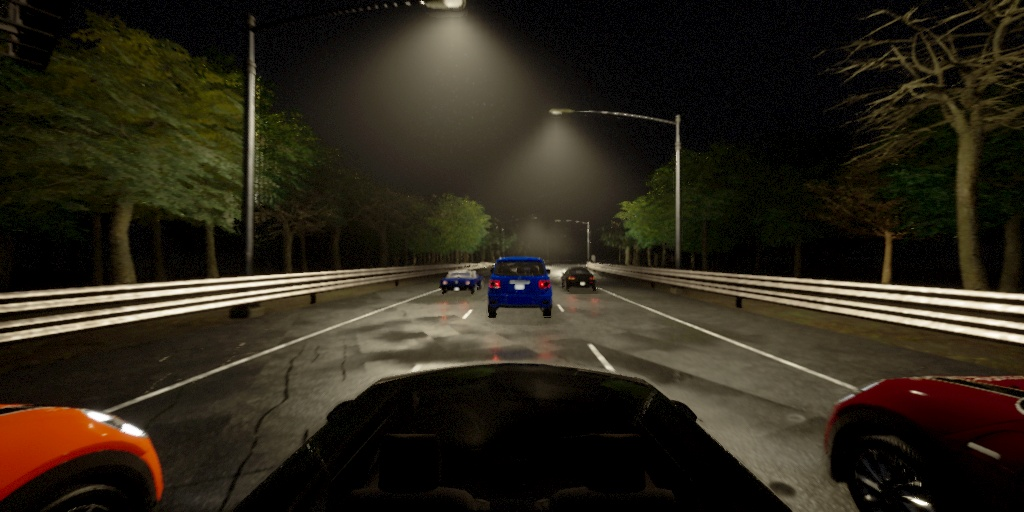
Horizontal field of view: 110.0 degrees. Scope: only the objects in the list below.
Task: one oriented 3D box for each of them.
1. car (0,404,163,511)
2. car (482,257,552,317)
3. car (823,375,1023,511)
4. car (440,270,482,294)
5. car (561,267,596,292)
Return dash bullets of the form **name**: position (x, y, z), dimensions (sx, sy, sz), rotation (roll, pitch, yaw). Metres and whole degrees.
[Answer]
- **car**: position (-3.366, 1.088, 0.465), dimensions (2.097, 1.767, 4.553), rotation (0, 0, 0)
- **car**: position (0.315, 1.069, 13.740), dimensions (2.150, 2.045, 5.566), rotation (0, 0, 2)
- **car**: position (3.633, 1.101, 1.063), dimensions (2.097, 1.767, 4.553), rotation (0, -1, 0)
- **car**: position (-2.877, 1.508, 21.553), dimensions (1.895, 1.301, 4.718), rotation (0, 0, 3)
- **car**: position (4.224, 1.456, 23.154), dimensions (1.812, 1.442, 4.674), rotation (0, 0, 3)
